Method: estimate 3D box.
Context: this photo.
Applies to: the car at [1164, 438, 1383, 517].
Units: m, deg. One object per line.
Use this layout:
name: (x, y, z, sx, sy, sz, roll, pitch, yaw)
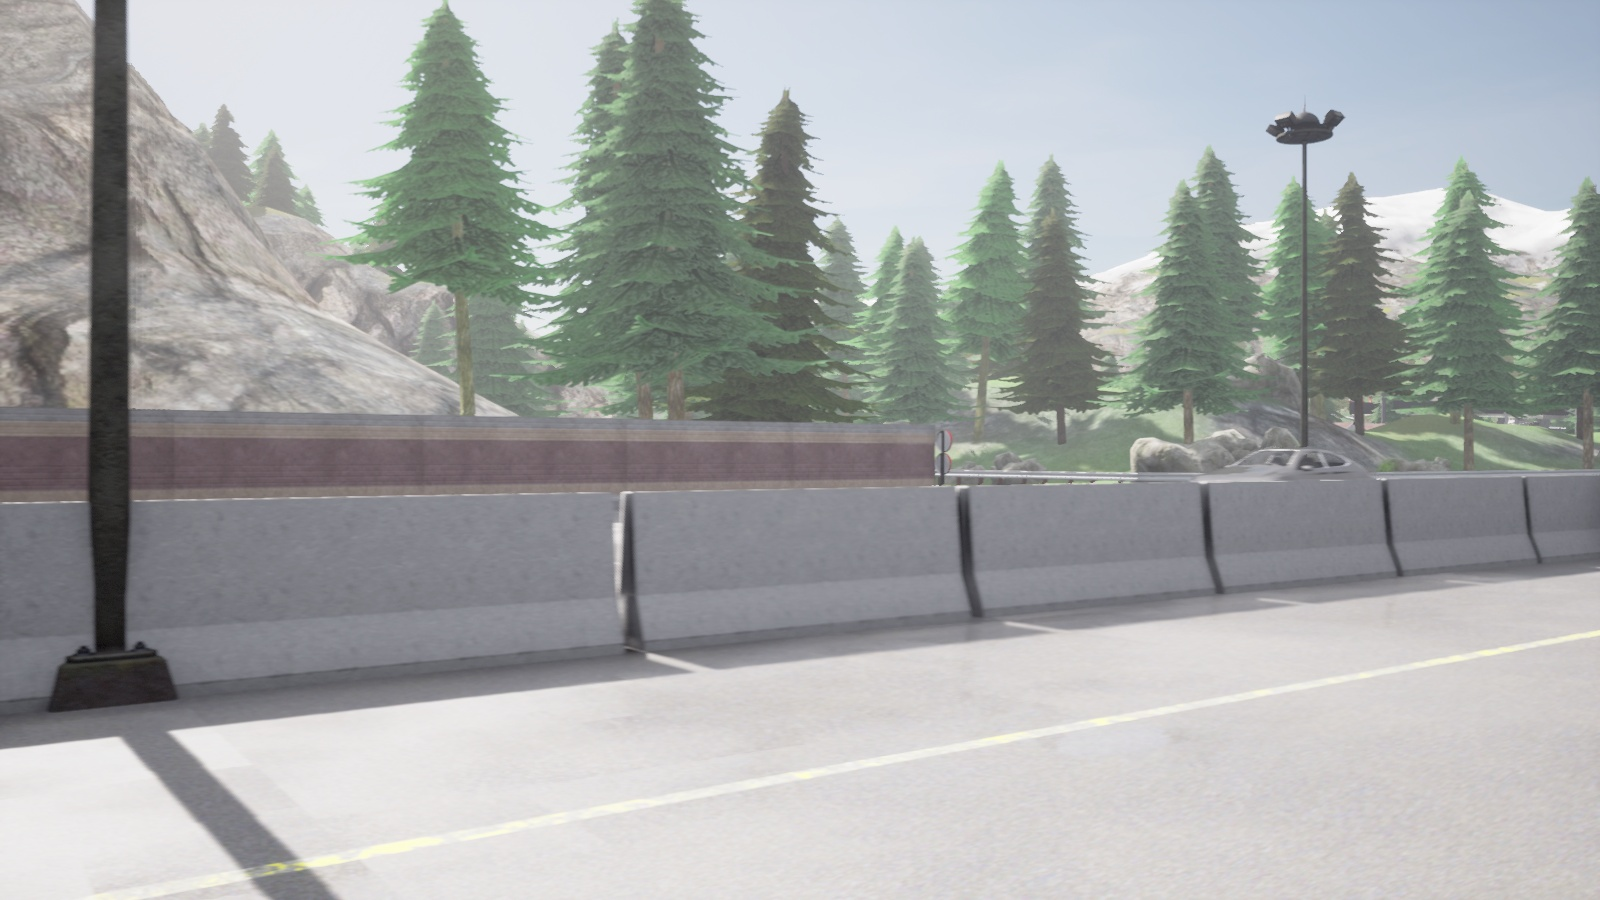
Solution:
car: (10.733, 0.571, 28.319, 5.027, 1.651, 2.152, 0, 0, -35)
